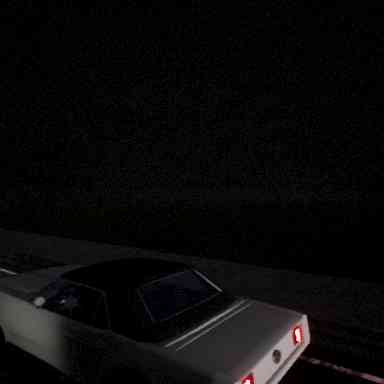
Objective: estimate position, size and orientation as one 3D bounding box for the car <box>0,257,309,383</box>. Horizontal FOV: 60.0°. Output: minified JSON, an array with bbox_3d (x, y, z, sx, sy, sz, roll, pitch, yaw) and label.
[{"bbox_3d":[-1.080,1.582,4.450,4.718,1.301,1.895,0,0,35],"label":"car"}]
